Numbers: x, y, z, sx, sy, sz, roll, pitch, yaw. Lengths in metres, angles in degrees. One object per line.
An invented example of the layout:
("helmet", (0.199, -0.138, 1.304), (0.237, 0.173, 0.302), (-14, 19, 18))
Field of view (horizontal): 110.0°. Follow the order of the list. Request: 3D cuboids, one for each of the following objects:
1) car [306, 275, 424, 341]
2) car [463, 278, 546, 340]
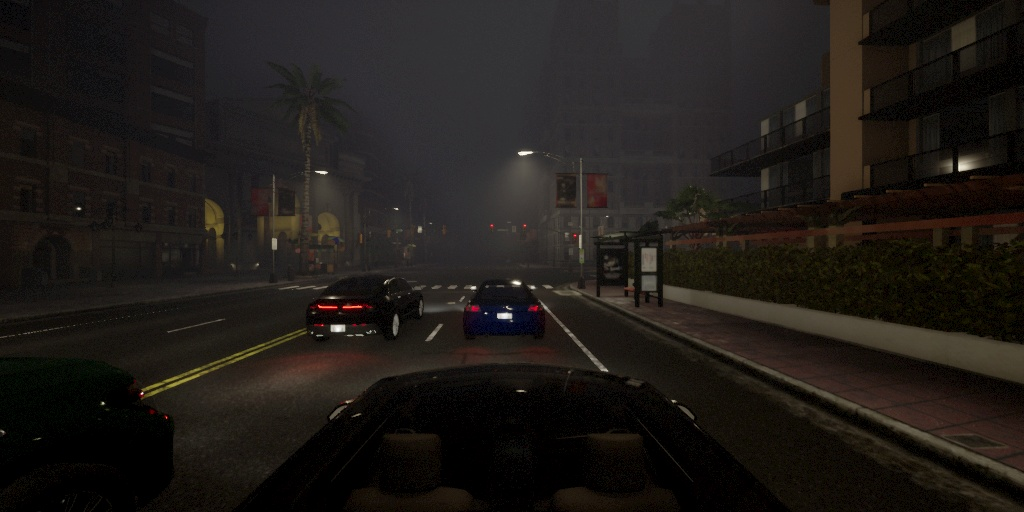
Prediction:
("car", (-3.724, 1.255, 9.871), (1.837, 1.490, 4.892), (0, 0, -3))
("car", (-0.235, 1.314, 10.027), (1.994, 1.385, 4.181), (0, 0, -2))
